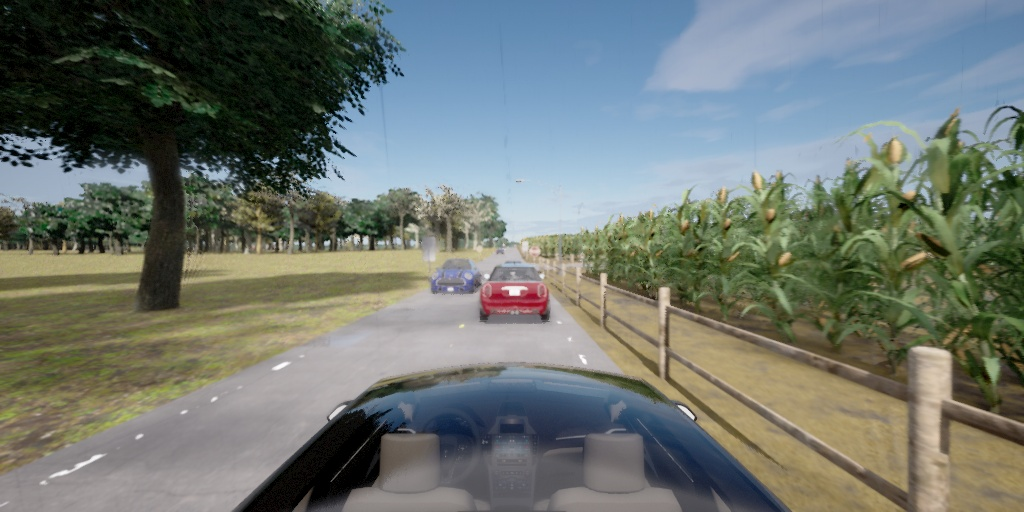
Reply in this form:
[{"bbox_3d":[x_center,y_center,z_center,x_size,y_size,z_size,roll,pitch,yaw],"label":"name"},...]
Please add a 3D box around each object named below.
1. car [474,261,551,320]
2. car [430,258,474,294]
[{"bbox_3d":[0.078,1.013,12.254,2.097,1.767,4.553,0,1,0],"label":"car"},{"bbox_3d":[-2.832,0.913,18.804,2.097,1.767,4.553,0,1,0],"label":"car"}]
